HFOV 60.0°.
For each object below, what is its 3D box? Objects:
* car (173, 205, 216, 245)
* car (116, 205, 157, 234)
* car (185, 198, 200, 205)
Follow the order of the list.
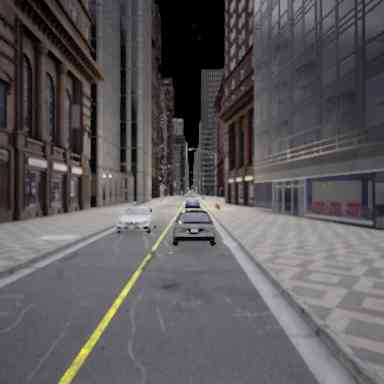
[{"bbox_3d":[0.090,1.553,15.548,2.033,1.411,5.357,0,0,0],"label":"car"},{"bbox_3d":[-3.088,1.533,19.370,1.812,1.442,4.674,0,0,0],"label":"car"},{"bbox_3d":[0.072,1.580,46.524,1.994,1.385,4.181,0,0,0],"label":"car"}]
